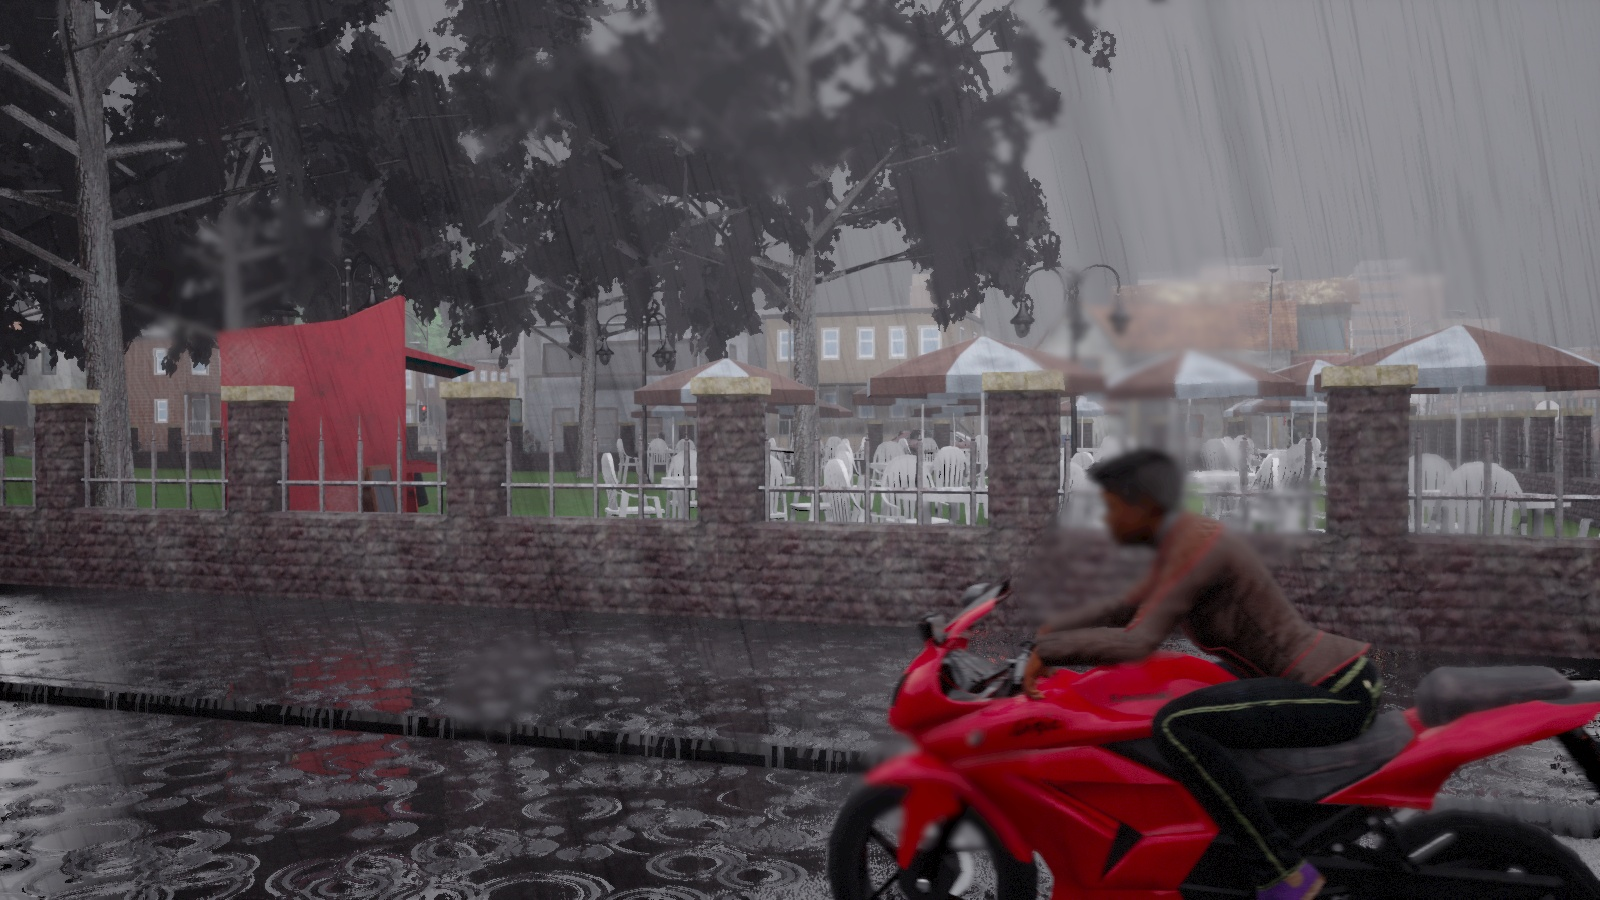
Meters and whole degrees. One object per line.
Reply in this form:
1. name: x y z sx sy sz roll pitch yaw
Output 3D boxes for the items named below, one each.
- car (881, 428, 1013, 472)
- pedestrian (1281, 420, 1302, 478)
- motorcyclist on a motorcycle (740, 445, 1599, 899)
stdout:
1. car: 5.807 -0.014 49.503 4.856 1.649 2.033 1 1 19
2. pedestrian: 15.782 -0.050 40.310 0.614 1.847 0.353 1 1 21
3. motorcyclist on a motorcycle: 0.939 0.759 3.349 2.044 1.523 0.797 1 1 19
